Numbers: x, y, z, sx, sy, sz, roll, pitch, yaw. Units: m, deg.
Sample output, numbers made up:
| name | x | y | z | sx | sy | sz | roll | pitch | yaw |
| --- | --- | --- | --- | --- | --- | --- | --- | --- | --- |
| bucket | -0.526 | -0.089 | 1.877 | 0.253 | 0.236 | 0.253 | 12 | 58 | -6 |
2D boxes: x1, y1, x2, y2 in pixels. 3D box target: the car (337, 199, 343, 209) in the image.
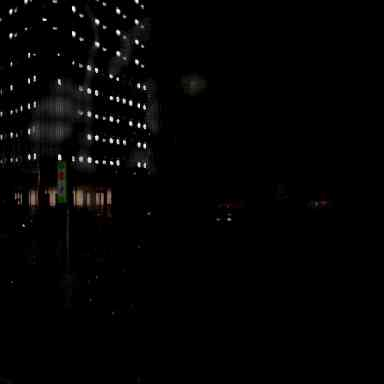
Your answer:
| name | x | y | z | sx | sy | sz | roll | pitch | yaw |
| --- | --- | --- | --- | --- | --- | --- | --- | --- | --- |
| car | 21.955 | 1.817 | 51.034 | 1.882 | 1.535 | 5.008 | 0 | 0 | 31 |

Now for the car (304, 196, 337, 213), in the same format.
| name | x | y | z | sx | sy | sz | roll | pitch | yaw |
| --- | --- | --- | --- | --- | --- | --- | --- | --- | --- |
| car | 16.446 | 1.502 | 42.214 | 2.150 | 2.045 | 5.566 | 0 | -1 | 34 |

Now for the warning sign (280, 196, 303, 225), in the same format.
| name | x | y | z | sx | sy | sz | roll | pitch | yaw |
| --- | --- | --- | --- | --- | --- | --- | --- | --- | --- |
| warning sign | 6.859 | 1.251 | 22.931 | 1.300 | 1.860 | 1.060 | 0 | 0 | 34 |

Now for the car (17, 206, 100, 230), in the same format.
| name | x | y | z | sx | sy | sz | roll | pitch | yaw |
| --- | --- | --- | --- | --- | --- | --- | --- | --- | --- |
| car | -8.797 | 1.680 | 22.537 | 2.033 | 1.411 | 5.357 | 0 | -1 | 34 |

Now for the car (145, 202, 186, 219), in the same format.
| name | x | y | z | sx | sy | sz | roll | pitch | yaw |
| --- | --- | --- | --- | --- | --- | --- | --- | --- | --- |
| car | -2.469 | 1.698 | 31.807 | 2.128 | 1.511 | 4.902 | 0 | -1 | 34 |

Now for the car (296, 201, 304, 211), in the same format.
| name | x | y | z | sx | sy | sz | roll | pitch | yaw |
| --- | --- | --- | --- | --- | --- | --- | --- | --- | --- |
| car | 14.161 | 1.900 | 44.655 | 1.895 | 1.301 | 4.718 | 0 | -1 | 33 |

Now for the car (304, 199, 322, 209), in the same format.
| name | x | y | z | sx | sy | sz | roll | pitch | yaw |
| --- | --- | --- | --- | --- | --- | --- | --- | --- | --- |
| car | 19.176 | 1.879 | 52.719 | 1.812 | 1.442 | 4.674 | 0 | 0 | 31 |

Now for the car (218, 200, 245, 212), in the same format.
| name | x | y | z | sx | sy | sz | roll | pitch | yaw |
| --- | --- | --- | --- | --- | --- | --- | --- | --- | --- |
| car | 5.175 | 1.769 | 43.060 | 1.882 | 1.535 | 5.008 | 0 | -1 | 34 |
